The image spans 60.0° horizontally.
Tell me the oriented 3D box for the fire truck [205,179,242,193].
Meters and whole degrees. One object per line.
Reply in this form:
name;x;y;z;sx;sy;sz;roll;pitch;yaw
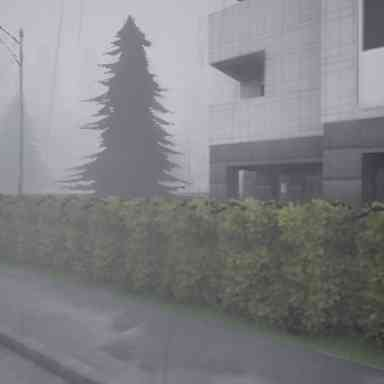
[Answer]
fire truck;5.912;0.271;42.758;8.468;3.827;2.891;0;0;-22
